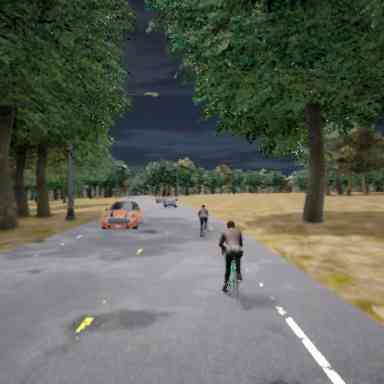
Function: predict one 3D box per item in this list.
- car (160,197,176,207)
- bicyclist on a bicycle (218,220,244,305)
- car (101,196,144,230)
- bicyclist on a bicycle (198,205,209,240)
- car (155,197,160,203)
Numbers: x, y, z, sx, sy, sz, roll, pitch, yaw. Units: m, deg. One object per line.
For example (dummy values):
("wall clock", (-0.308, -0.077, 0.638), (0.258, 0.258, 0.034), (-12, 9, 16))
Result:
("car", (-3.591, 1.673, 52.993), (2.033, 1.411, 5.357), (0, 0, -8))
("bicyclist on a bicycle", (0.854, 1.443, 7.143), (0.582, 1.620, 1.656), (0, 0, -1))
("car", (-4.247, 1.357, 20.856), (2.097, 1.767, 4.553), (0, 0, -3))
("bicyclist on a bicycle", (0.568, 1.448, 16.142), (0.582, 1.620, 1.656), (0, 0, -2))
("car", (-7.000, 1.772, 73.469), (2.128, 1.511, 4.902), (0, 0, -11))
